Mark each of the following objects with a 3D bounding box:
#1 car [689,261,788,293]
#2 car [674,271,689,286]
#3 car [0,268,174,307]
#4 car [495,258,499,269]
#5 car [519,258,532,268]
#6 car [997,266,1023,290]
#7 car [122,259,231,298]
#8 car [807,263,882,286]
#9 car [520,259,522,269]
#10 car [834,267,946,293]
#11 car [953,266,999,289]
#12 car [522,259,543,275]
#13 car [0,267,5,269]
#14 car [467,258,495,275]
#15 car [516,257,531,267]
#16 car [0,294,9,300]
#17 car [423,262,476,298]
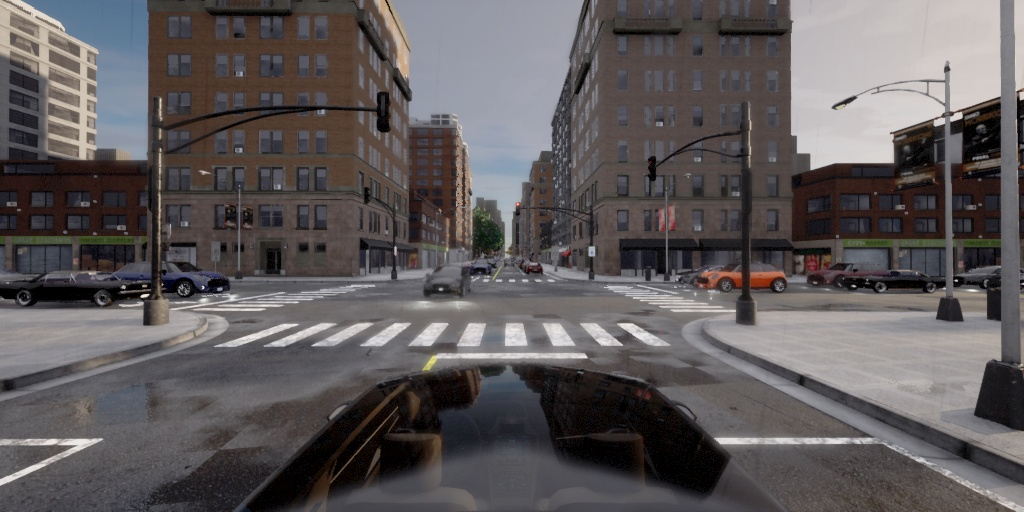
[{"bbox_3d":[13.379,1.181,21.095,4.553,1.767,2.097,0,0,-1],"label":"car"},{"bbox_3d":[13.677,1.348,24.363,4.902,1.511,2.128,0,0,0],"label":"car"},{"bbox_3d":[-16.674,1.246,14.131,4.718,1.301,1.895,0,0,0],"label":"car"},{"bbox_3d":[-3.528,1.168,57.179,2.097,1.767,4.553,0,0,-1],"label":"car"},{"bbox_3d":[2.303,1.326,51.048,1.751,1.417,4.829,0,0,-1],"label":"car"},{"bbox_3d":[32.304,1.478,21.247,4.181,1.385,1.994,0,0,-1],"label":"car"},{"bbox_3d":[-16.456,1.024,17.416,4.553,1.767,2.097,0,0,-1],"label":"car"},{"bbox_3d":[22.871,1.250,24.424,4.553,1.767,2.097,0,0,-1],"label":"car"},{"bbox_3d":[2.372,1.355,45.372,1.948,1.339,4.313,0,0,-1],"label":"car"},{"bbox_3d":[22.365,1.470,21.170,4.718,1.301,1.895,0,0,-1],"label":"car"},{"bbox_3d":[32.755,1.447,24.500,4.892,1.490,1.837,0,0,0],"label":"car"},{"bbox_3d":[2.438,1.325,39.865,1.888,1.381,4.507,0,0,-1],"label":"car"},{"bbox_3d":[-25.930,1.182,17.308,5.357,1.411,2.033,0,0,-1],"label":"car"},{"bbox_3d":[-3.320,1.129,38.950,2.097,1.767,4.553,0,0,-1],"label":"car"},{"bbox_3d":[2.239,1.129,56.385,2.192,1.841,5.009,0,0,-1],"label":"car"},{"bbox_3d":[-5.855,1.190,1.406,1.967,1.591,4.097,0,0,0],"label":"car"},{"bbox_3d":[-3.141,1.231,18.202,1.837,1.490,4.892,0,0,0],"label":"car"}]
